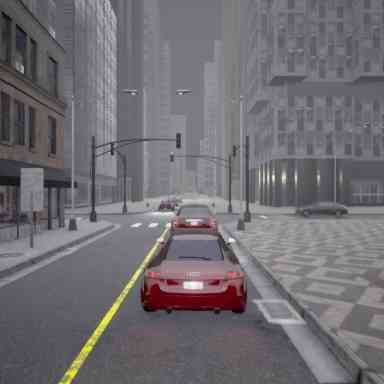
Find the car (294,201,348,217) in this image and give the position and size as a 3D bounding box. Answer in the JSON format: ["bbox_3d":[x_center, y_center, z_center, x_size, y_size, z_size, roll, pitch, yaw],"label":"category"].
[{"bbox_3d":[11.740,1.543,30.358,4.674,1.442,1.812,0,0,1],"label":"car"}]

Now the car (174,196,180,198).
[{"bbox_3d":[-3.094,1.581,52.411,2.033,1.411,5.357,0,0,0],"label":"car"}]

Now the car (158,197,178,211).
[{"bbox_3d":[-3.098,1.623,41.313,1.895,1.301,4.718,0,0,0],"label":"car"}]

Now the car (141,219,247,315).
[{"bbox_3d":[0.083,1.565,7.686,1.994,1.385,4.181,0,0,2],"label":"car"}]

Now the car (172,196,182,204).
[{"bbox_3d":[-3.034,1.577,66.816,1.812,1.442,4.674,0,0,1],"label":"car"}]

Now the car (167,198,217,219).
[{"bbox_3d":[0.150,1.356,16.307,2.097,1.767,4.553,0,0,2],"label":"car"}]
